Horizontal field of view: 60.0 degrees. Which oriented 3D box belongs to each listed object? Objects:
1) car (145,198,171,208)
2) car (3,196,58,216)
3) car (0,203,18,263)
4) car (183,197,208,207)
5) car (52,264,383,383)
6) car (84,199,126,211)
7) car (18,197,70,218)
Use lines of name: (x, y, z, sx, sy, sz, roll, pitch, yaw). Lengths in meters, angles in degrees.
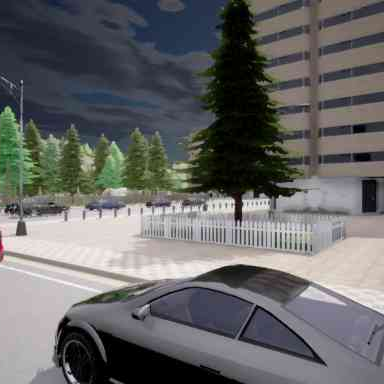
car: (-4.989, 1.564, 49.395, 1.994, 1.385, 4.181, 0, 0, 36)
car: (-16.248, 1.352, 33.583, 2.097, 1.767, 4.553, 0, 0, 35)
car: (-7.370, 1.221, 9.189, 5.566, 2.045, 2.150, 0, 0, 36)
car: (0.544, 1.504, 50.816, 1.837, 1.490, 4.892, 0, 0, 35)
car: (0.322, 1.564, 3.761, 4.181, 1.385, 1.994, 0, 0, 35)
car: (-10.675, 1.547, 41.422, 2.033, 1.411, 5.357, 0, 0, 35)
car: (-13.686, 1.505, 30.807, 1.837, 1.490, 4.892, 0, 0, 36)
